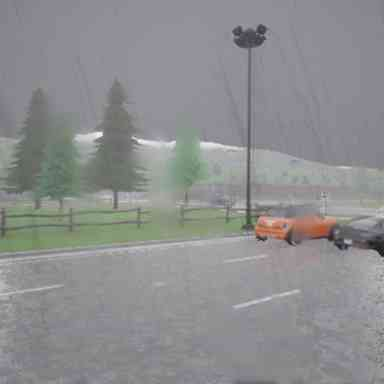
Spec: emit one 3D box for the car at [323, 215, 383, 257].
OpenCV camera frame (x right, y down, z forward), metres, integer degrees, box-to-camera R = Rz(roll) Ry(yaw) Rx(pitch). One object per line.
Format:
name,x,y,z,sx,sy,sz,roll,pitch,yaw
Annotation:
car,7.655,1.681,13.601,4.674,1.442,1.812,0,0,-35

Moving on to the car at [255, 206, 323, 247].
car,5.235,1.501,16.177,4.553,1.767,2.097,1,-1,-35

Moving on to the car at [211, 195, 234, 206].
car,5.909,1.691,63.968,2.150,2.045,5.566,1,-1,-35
